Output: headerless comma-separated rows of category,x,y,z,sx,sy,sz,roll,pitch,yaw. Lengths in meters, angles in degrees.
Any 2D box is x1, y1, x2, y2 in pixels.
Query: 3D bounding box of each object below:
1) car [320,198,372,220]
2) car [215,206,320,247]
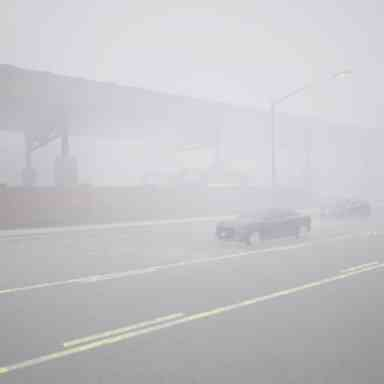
car,11.627,1.219,25.114,4.902,1.511,2.128,-1,1,-35
car,3.282,1.402,14.917,5.008,1.535,1.882,-1,0,-35
